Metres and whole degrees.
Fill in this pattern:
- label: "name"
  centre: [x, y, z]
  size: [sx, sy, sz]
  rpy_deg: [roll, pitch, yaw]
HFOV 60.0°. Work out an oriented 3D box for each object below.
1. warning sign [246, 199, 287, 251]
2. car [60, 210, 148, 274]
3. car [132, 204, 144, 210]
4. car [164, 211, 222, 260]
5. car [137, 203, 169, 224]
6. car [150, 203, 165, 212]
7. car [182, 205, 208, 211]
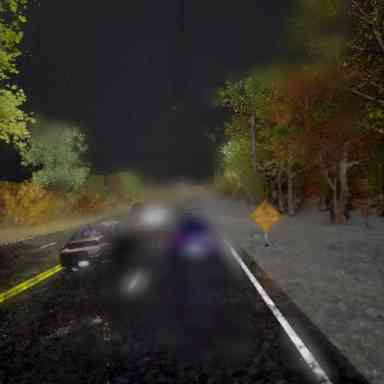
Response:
- label: "warning sign"
  centre: [2.871, 1.238, 12.955]
  size: [1.300, 1.860, 1.060]
  rpy_deg: [-2, 0, 0]
- label: "car"
  centre: [-3.208, 1.856, 12.306]
  size: [2.128, 1.511, 4.902]
  rpy_deg: [-8, 1, 1]
- label: "car"
  centre: [-9.233, 2.767, 58.441]
  size: [1.812, 1.442, 4.674]
  rpy_deg: [-3, 0, 1]
- label: "car"
  centre: [0.135, 1.689, 12.987]
  size: [1.812, 1.442, 4.674]
  rpy_deg: [0, 0, 1]
- label: "car"
  centre: [-3.058, 1.940, 27.967]
  size: [1.812, 1.442, 4.674]
  rpy_deg: [-8, 3, 2]
- label: "car"
  centre: [-5.987, 2.647, 58.529]
  size: [1.994, 1.385, 4.181]
  rpy_deg: [-3, -1, 1]
- label: "car"
  centre: [0.241, 1.826, 27.254]
  size: [2.128, 1.511, 4.902]
  rpy_deg: [0, -1, 1]
